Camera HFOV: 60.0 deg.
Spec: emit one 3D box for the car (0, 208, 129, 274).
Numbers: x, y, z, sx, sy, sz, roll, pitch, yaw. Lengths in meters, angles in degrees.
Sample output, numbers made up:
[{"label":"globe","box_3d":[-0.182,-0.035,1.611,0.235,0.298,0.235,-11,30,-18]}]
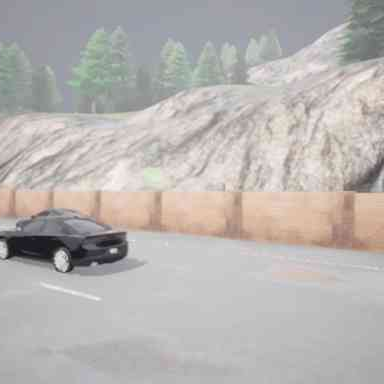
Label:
[{"label":"car","box_3d":[-4.291,1.485,10.705,5.008,1.535,1.882,1,0,33]}]
